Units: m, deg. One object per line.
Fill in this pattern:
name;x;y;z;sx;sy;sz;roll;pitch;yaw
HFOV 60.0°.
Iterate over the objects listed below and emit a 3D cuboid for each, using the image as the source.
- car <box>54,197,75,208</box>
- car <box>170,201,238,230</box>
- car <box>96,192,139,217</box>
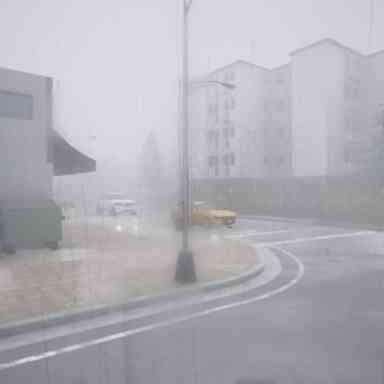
car;-16.946;1.341;43.582;1.812;1.442;4.674;0;0;-36
car;0.574;1.295;19.689;1.882;1.535;5.008;0;0;-35
car;-6.798;1.039;29.745;2.150;2.045;5.566;0;0;-36
